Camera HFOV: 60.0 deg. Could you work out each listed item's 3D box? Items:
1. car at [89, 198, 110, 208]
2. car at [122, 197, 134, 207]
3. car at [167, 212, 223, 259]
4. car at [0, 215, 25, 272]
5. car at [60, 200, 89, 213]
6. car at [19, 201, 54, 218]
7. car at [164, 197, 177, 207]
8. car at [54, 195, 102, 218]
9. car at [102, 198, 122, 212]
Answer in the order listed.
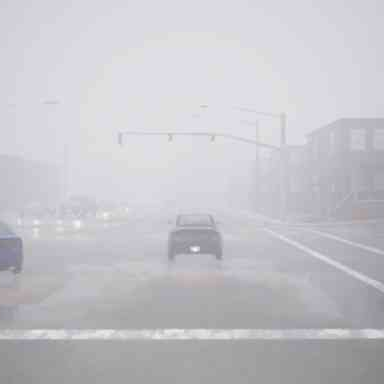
[{"bbox_3d":[-14.038,1.649,50.582,1.812,1.442,4.674,0,0,0],"label":"car"},{"bbox_3d":[-10.526,1.606,52.640,1.882,1.535,5.008,0,0,1],"label":"car"},{"bbox_3d":[0.103,1.535,12.758,1.837,1.490,4.892,0,0,0],"label":"car"},{"bbox_3d":[-6.536,1.503,10.066,1.882,1.535,5.008,2,-1,-38],"label":"car"},{"bbox_3d":[-14.085,1.662,40.135,1.994,1.385,4.181,0,0,0],"label":"car"},{"bbox_3d":[-14.084,1.601,30.725,1.812,1.442,4.674,0,0,0],"label":"car"},{"bbox_3d":[-3.390,1.607,53.365,1.882,1.535,5.008,0,0,0],"label":"car"},{"bbox_3d":[-10.590,1.298,31.421,2.150,2.045,5.566,0,0,0],"label":"car"},{"bbox_3d":[-10.583,1.592,41.387,2.128,1.511,4.902,0,0,0],"label":"car"}]
